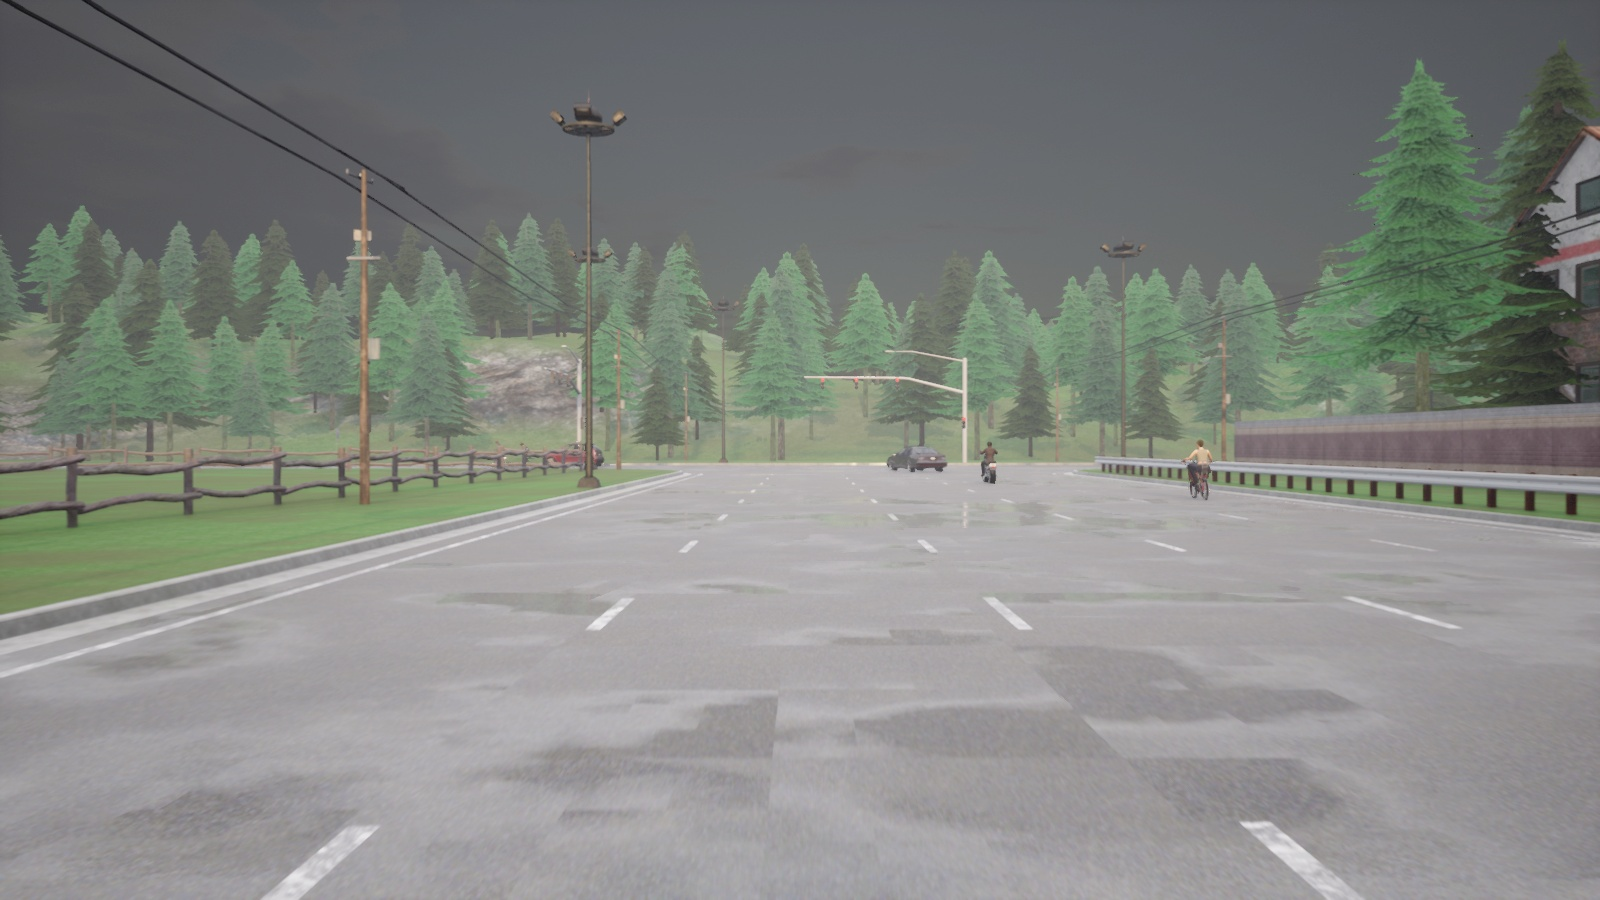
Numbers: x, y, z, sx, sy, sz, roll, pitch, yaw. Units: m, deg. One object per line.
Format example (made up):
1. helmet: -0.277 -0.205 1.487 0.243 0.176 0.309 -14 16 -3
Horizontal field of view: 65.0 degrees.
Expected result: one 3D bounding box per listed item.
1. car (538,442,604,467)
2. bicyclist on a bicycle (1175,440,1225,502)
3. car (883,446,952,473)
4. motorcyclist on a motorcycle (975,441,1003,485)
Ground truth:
1. car: -15.342 0.277 84.184 3.988 1.617 1.851 0 0 11
2. bicyclist on a bicycle: 10.703 0.550 33.653 0.866 1.612 1.509 0 0 1
3. car: 6.344 0.510 68.707 2.033 1.411 5.357 0 0 -15
4. motorcyclist on a motorcycle: 7.292 0.498 48.531 0.766 1.649 2.350 0 0 0
